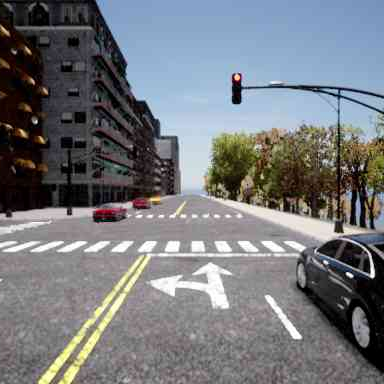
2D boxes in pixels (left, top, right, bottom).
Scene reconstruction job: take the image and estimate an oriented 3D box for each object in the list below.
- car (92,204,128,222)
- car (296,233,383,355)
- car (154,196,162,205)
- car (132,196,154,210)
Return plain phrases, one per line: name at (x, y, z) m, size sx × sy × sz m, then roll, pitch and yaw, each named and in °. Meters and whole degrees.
car at (-6.593, 1.635, 26.994) m, size 1.895 × 1.301 × 4.718 m, roll -1°, pitch 0°, yaw 0°
car at (3.317, 1.502, 6.009) m, size 1.837 × 1.490 × 4.892 m, roll 0°, pitch 0°, yaw 2°
car at (-6.520, 1.474, 60.776) m, size 1.882 × 1.535 × 5.008 m, roll 0°, pitch 0°, yaw 0°
car at (-6.573, 1.469, 43.430) m, size 1.882 × 1.535 × 5.008 m, roll 0°, pitch 0°, yaw 0°
